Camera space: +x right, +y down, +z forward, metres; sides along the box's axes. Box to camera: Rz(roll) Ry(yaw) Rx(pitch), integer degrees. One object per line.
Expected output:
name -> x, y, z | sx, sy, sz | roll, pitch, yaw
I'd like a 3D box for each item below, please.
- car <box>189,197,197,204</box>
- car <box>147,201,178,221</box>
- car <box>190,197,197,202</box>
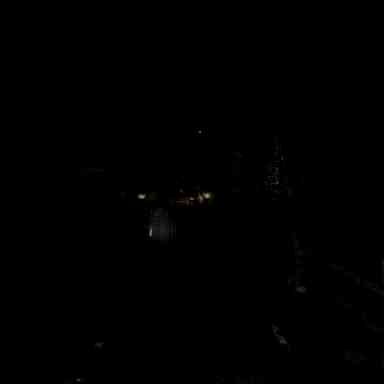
car -> 0.302, 2.154, 83.177 | 2.128, 1.511, 4.902 | 0, 0, 0
car -> -2.653, 1.636, 28.630 | 2.128, 1.511, 4.902 | 0, -1, 0
car -> 0.342, 2.091, 93.614 | 1.812, 1.442, 4.674 | 0, 0, 0
